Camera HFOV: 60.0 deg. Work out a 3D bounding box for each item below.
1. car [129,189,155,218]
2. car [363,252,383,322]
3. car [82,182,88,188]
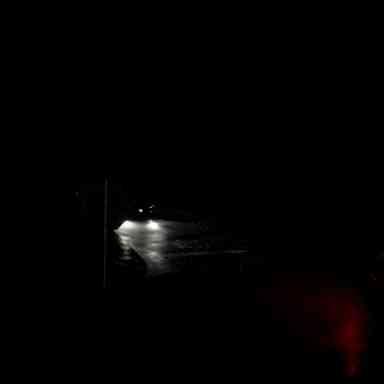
[{"bbox_3d":[-3.583,0.618,19.623,1.837,1.490,4.892,1,2,-22],"label":"car"},{"bbox_3d":[5.147,1.503,4.528,5.008,1.535,1.882,0,1,39],"label":"car"},{"bbox_3d":[-14.074,-0.647,45.596,1.812,1.442,4.674,1,2,-22],"label":"car"}]
